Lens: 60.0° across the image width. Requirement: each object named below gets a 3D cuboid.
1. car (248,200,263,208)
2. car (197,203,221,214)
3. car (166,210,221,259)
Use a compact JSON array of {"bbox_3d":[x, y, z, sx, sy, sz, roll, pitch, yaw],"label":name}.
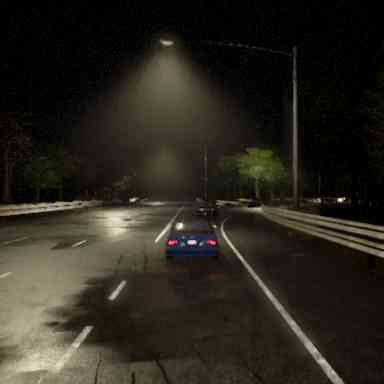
[{"bbox_3d":[11.344,2.088,58.077,1.994,1.385,4.181,0,-1,30],"label":"car"},{"bbox_3d":[1.655,1.786,31.979,2.128,1.511,4.902,0,-1,11],"label":"car"},{"bbox_3d":[0.010,1.668,13.064,2.033,1.411,5.357,0,-1,0],"label":"car"}]
